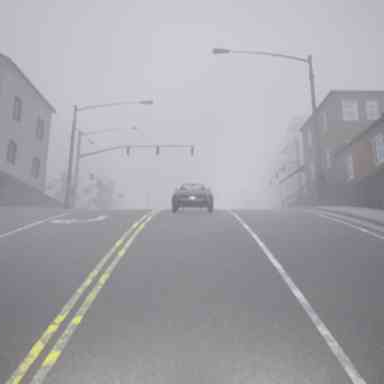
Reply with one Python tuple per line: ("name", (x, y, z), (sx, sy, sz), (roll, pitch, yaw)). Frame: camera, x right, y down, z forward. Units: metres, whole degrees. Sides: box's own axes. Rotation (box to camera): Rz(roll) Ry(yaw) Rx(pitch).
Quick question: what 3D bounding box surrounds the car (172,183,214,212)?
("car", (0.060, 0.260, 17.019), (1.994, 1.385, 4.181), (0, -1, 1))
